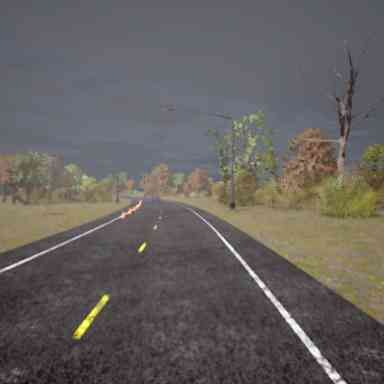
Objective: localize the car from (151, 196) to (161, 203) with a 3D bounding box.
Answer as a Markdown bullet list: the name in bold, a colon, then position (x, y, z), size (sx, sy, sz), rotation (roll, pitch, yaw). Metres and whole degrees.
- **car**: position (-7.456, 1.461, 67.988), size (2.033, 1.411, 5.357), rotation (0, 0, -9)

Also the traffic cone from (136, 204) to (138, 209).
- **traffic cone**: position (-6.655, 1.872, 38.395), size (0.340, 0.580, 0.340), rotation (0, 0, -5)
